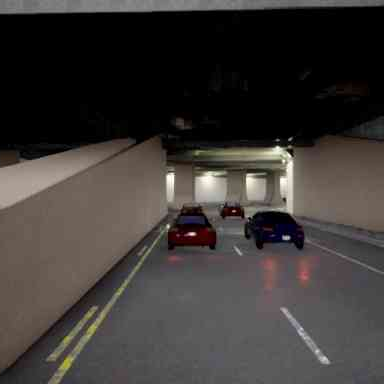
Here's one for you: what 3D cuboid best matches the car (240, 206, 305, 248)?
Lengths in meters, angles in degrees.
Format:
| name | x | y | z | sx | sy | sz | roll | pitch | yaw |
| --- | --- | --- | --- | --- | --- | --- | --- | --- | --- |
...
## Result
| name | x | y | z | sx | sy | sz | roll | pitch | yaw |
| --- | --- | --- | --- | --- | --- | --- | --- | --- | --- |
| car | 3.500 | 1.533 | 14.650 | 1.812 | 1.442 | 4.674 | 0 | 0 | 0 |

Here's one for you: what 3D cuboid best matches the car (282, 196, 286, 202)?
| name | x | y | z | sx | sy | sz | roll | pitch | yaw |
| --- | --- | --- | --- | --- | --- | --- | --- | --- | --- |
| car | 22.340 | 1.187 | 71.877 | 5.566 | 2.045 | 2.150 | 0 | 0 | -25 |

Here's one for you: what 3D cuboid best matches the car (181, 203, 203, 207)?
| name | x | y | z | sx | sy | sz | roll | pitch | yaw |
| --- | --- | --- | --- | --- | --- | --- | --- | --- | --- |
| car | 0.000 | 1.617 | 29.680 | 1.895 | 1.301 | 4.718 | 0 | 0 | 0 |

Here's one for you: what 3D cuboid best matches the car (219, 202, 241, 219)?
| name | x | y | z | sx | sy | sz | roll | pitch | yaw |
| --- | --- | --- | --- | --- | --- | --- | --- | --- | --- |
| car | 3.500 | 1.573 | 29.650 | 1.994 | 1.385 | 4.181 | 0 | 0 | 0 |

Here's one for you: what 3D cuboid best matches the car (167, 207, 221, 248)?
| name | x | y | z | sx | sy | sz | roll | pitch | yaw |
| --- | --- | --- | --- | --- | --- | --- | --- | --- | --- |
| car | 0.000 | 1.573 | 14.650 | 1.994 | 1.385 | 4.181 | 0 | 0 | 0 |

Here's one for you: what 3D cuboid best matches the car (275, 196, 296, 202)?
| name | x | y | z | sx | sy | sz | roll | pitch | yaw |
| --- | --- | --- | --- | --- | --- | --- | --- | --- | --- |
| car | 21.153 | 1.505 | 75.173 | 4.181 | 1.385 | 1.994 | 0 | 0 | -25 |
